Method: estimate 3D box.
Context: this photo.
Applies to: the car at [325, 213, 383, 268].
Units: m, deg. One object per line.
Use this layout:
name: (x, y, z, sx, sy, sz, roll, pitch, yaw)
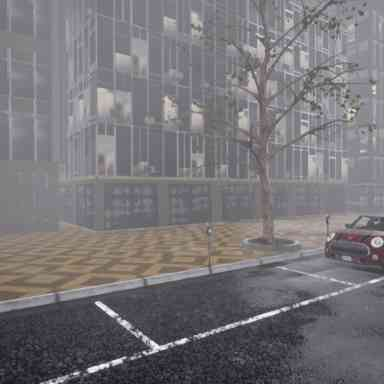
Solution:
car: (6.198, 1.438, 10.990, 4.097, 1.590, 1.967, 0, 0, -36)
